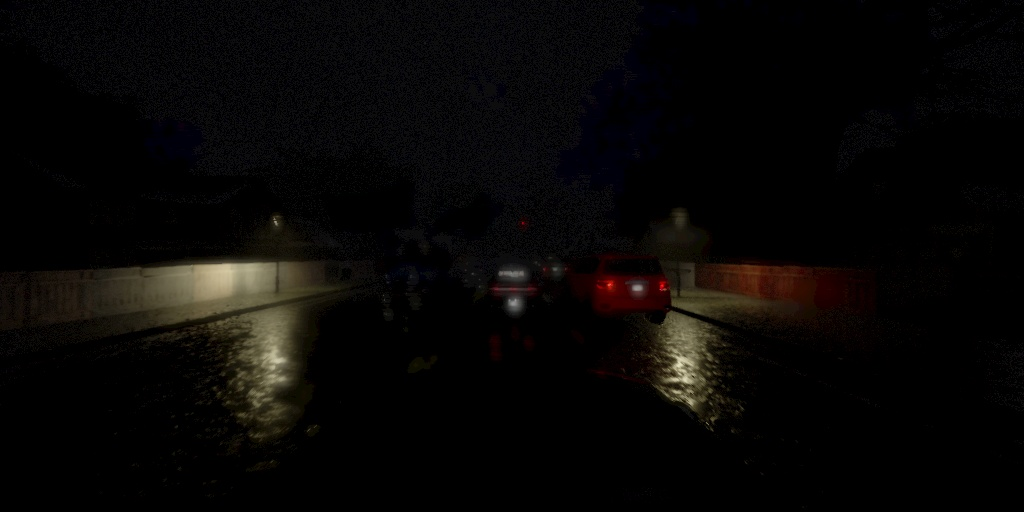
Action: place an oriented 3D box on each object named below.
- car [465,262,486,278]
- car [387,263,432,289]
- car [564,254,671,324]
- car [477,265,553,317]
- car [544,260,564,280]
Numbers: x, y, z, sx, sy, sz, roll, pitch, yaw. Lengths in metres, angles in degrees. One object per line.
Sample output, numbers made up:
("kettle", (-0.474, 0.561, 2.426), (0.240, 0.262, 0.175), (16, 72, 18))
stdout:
("car", (-3.332, 1.293, 34.875), (2.033, 1.411, 5.357), (0, 0, 0))
("car", (-6.599, 1.226, 23.488), (1.882, 1.535, 5.008), (0, 0, 0))
("car", (3.345, 0.970, 12.160), (2.150, 2.045, 5.566), (0, 0, 0))
("car", (0.091, 1.241, 13.220), (2.128, 1.511, 4.902), (0, 0, 0))
("car", (3.342, 1.099, 28.552), (2.097, 1.767, 4.553), (0, 0, 0))
